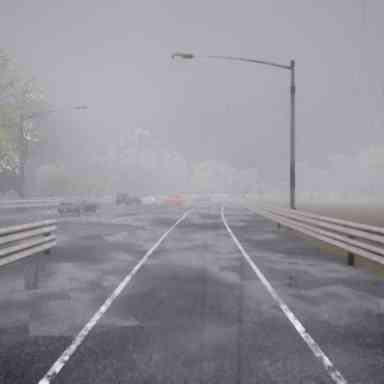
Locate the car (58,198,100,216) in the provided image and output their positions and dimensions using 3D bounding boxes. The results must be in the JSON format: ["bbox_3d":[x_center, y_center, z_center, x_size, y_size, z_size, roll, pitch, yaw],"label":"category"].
[{"bbox_3d":[-9.965,1.303,29.651,2.128,1.511,4.902,0,0,11],"label":"car"}]

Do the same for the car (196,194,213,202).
[{"bbox_3d":[3.117,1.439,73.755,2.128,1.511,4.902,0,0,14],"label":"car"}]

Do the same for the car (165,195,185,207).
[{"bbox_3d":[-2.457,1.209,49.454,2.097,1.767,4.553,0,0,12],"label":"car"}]

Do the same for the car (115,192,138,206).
[{"bbox_3d":[-9.544,1.079,49.821,2.150,2.045,5.566,0,0,12],"label":"car"}]

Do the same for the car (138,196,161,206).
[{"bbox_3d":[-5.985,1.383,49.643,1.812,1.442,4.674,0,0,12],"label":"car"}]
